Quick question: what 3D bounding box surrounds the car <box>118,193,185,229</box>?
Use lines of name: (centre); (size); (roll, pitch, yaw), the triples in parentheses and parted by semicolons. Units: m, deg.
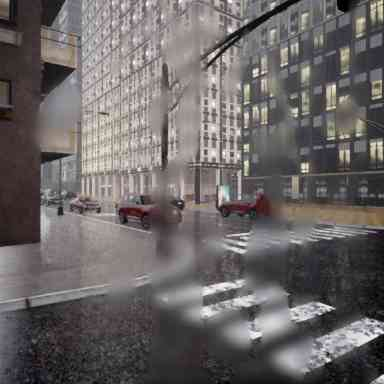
car: (-2.600, 1.008, 19.283); (2.192, 1.841, 5.009); (2, 0, -36)

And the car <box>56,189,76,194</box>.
car: (-19.568, 0.516, 52.447); (1.837, 1.490, 4.892); (0, 1, -36)

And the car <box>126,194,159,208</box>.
car: (-5.648, 0.965, 37.721); (1.947, 1.339, 4.313); (1, 0, -36)

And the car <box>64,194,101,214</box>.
car: (-9.128, 1.067, 28.257); (1.802, 1.307, 4.206); (2, 0, -36)

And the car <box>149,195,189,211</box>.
car: (-2.386, 1.070, 33.234); (1.947, 1.339, 4.313); (1, 0, -36)

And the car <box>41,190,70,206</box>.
car: (-15.648, 0.827, 37.229); (2.008, 1.369, 4.403); (2, 0, -36)

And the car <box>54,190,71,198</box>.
car: (-25.213, 0.309, 64.646); (1.887, 1.381, 4.507); (1, 0, -36)

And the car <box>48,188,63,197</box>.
car: (-28.471, 0.099, 69.132); (1.967, 1.590, 4.097); (1, 0, -36)

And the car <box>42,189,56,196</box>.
car: (-31.735, 0.096, 73.620); (1.887, 1.381, 4.507); (1, 0, -36)

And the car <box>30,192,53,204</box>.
car: (-18.909, 0.752, 41.715); (1.802, 1.307, 4.206); (2, 0, -36)

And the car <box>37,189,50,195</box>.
car: (-34.996, -0.011, 78.108); (1.887, 1.381, 4.507); (1, 0, -36)

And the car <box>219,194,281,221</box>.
car: (4.142, 1.027, 24.259); (2.192, 1.841, 5.009); (1, 0, -36)
